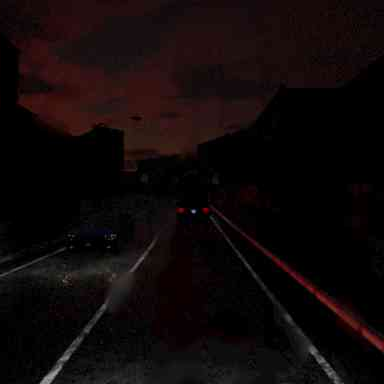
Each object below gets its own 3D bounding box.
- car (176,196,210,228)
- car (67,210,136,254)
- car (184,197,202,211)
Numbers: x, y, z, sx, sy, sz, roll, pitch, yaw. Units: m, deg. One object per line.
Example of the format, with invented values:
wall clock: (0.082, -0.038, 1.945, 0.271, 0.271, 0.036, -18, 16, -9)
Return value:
car: (0.095, 1.299, 23.243, 2.150, 2.045, 5.566, 0, 0, 0)
car: (-3.603, 1.557, 14.031, 1.882, 1.535, 5.008, 0, 0, 0)
car: (0.088, 1.439, 41.281, 2.128, 1.511, 4.902, 0, 1, 0)
